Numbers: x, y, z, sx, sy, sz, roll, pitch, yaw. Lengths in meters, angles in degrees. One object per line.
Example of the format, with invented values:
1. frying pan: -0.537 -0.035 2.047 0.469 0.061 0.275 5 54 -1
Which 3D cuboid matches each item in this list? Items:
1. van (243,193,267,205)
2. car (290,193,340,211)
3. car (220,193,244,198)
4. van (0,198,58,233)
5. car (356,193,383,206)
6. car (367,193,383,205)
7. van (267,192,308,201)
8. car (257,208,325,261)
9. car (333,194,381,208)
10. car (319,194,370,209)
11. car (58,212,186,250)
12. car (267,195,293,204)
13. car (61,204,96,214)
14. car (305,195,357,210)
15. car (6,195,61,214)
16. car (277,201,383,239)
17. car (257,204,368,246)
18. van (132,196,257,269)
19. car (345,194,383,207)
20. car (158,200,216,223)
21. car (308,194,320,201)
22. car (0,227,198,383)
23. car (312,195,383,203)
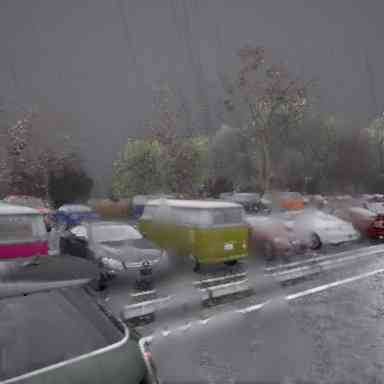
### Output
1. van: 4.053 1.101 29.474 1.878 1.987 4.442 -1 1 -35
2. car: 13.206 1.046 35.879 2.185 1.767 4.553 -1 1 -35
3. car: 1.739 1.242 27.646 2.185 1.767 4.553 -1 1 -35
4. van: -4.739 1.249 7.789 1.878 1.987 4.442 0 0 -35
5. car: 24.831 0.973 44.108 2.097 1.535 5.008 -1 1 -35
6. car: 27.131 0.935 45.746 2.231 1.521 4.892 -1 1 -35
7. van: 8.658 1.022 32.747 1.878 1.987 4.442 -1 1 -35
8. car: 2.244 1.518 12.618 2.002 1.452 4.674 -1 1 -35
9. car: 20.211 1.081 40.862 2.163 1.488 4.792 -1 1 -35
10. car: 17.823 1.093 39.132 2.097 1.535 5.008 -1 1 -35
11. car: -2.371 1.525 9.334 2.002 1.452 4.674 0 0 -35
12. car: 6.422 1.288 31.022 2.231 1.521 4.892 -1 1 -35
13. car: -7.487 1.491 21.117 2.097 1.535 5.008 1 0 -35
14. car: 15.528 1.132 37.487 2.097 1.535 5.008 -1 1 -35
15. car: -9.784 1.233 19.456 2.435 2.045 5.566 0 0 -35
16. car: 6.860 1.404 15.893 2.097 1.535 5.008 -1 1 -35
17. car: 4.557 1.483 14.257 2.002 1.452 4.674 -1 1 -35
18. van: -0.232 1.266 10.995 1.878 1.987 4.442 0 0 -35
19. car: 22.531 1.012 42.471 2.097 1.535 5.008 -1 1 -35
20. car: -0.494 1.434 26.135 2.163 1.488 4.792 -1 1 -35
21. car: 10.922 1.210 34.222 2.097 1.535 5.008 -1 1 -35
22. car: -2.435 1.354 1.944 4.553 1.767 2.097 0 0 -36
23. car: 9.139 1.239 17.560 2.185 1.767 4.553 -1 1 -35
